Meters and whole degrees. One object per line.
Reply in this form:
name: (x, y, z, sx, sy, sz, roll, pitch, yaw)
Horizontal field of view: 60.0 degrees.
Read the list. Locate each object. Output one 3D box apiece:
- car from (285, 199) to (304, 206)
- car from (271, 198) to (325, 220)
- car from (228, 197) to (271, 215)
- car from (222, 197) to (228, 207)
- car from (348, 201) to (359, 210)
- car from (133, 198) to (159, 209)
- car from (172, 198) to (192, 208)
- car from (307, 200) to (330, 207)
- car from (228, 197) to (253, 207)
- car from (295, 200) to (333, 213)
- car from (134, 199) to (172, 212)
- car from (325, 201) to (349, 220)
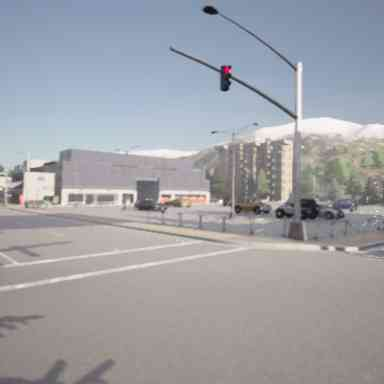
car: (23.454, 2.388, 76.136, 1.845, 1.501, 3.633, 1, -1, -41)
car: (9.553, 1.503, 30.148, 1.905, 1.878, 3.866, 1, -1, -41)
car: (6.859, 1.582, 38.238, 1.932, 1.855, 4.605, 1, -1, -41)
car: (7.442, 1.806, 61.810, 1.905, 1.878, 3.866, 1, -1, -41)
car: (24.271, 2.101, 52.420, 1.845, 1.501, 3.633, 1, -1, -41)
car: (-6.825, 1.706, 48.940, 1.970, 1.475, 3.806, 1, -1, -41)
car: (-2.201, 1.713, 53.402, 2.152, 1.636, 5.027, 1, -1, -41)
car: (26.085, 2.345, 68.585, 1.970, 1.475, 3.806, 1, -1, -41)
car: (9.361, 1.865, 64.030, 1.932, 1.855, 4.605, 1, -1, -41)
car: (16.713, 1.947, 45.885, 2.007, 1.523, 4.514, 1, -1, -41)
car: (-4.954, 1.710, 41.219, 2.007, 1.523, 4.514, 1, -1, -41)
car: (12.458, 1.830, 31.869, 1.970, 1.475, 3.806, 1, -1, -41)
